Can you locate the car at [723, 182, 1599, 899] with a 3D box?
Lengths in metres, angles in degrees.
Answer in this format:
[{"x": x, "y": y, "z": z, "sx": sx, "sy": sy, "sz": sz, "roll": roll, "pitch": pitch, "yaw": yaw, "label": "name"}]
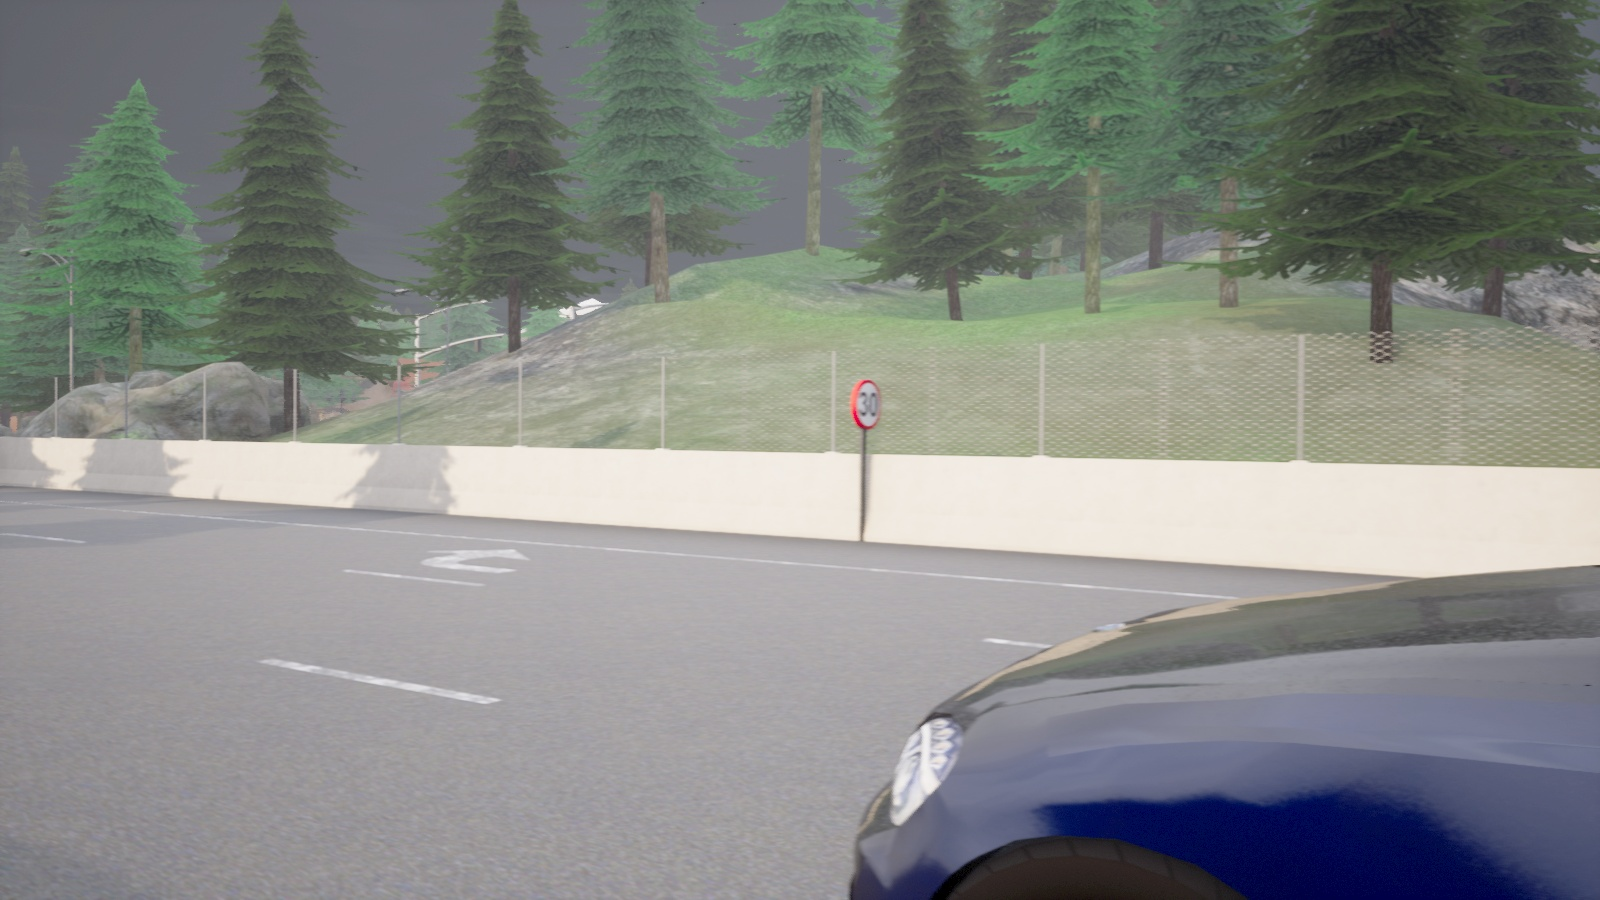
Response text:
[{"x": 2.548, "y": 0.460, "z": 1.926, "sx": 5.027, "sy": 1.651, "sz": 2.152, "roll": 0, "pitch": 1, "yaw": 34, "label": "car"}]
